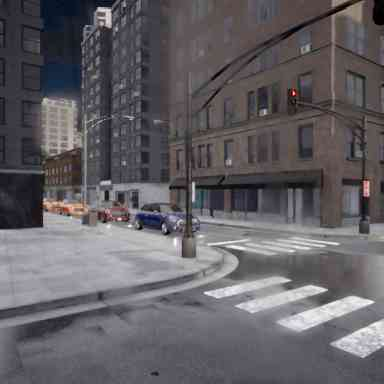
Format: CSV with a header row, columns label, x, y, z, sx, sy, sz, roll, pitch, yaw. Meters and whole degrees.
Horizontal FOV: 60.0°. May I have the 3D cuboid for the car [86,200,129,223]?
label,x,y,z,sx,sy,sz,roll,pitch,yaw
car,-6.713,1.460,26.741,2.097,1.767,4.553,0,0,-35

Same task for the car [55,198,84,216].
label,x,y,z,sx,sy,sz,roll,pitch,yaw
car,-12.313,1.502,34.610,2.097,1.767,4.553,0,0,-35

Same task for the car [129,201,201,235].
label,x,y,z,sx,sy,sz,roll,pitch,yaw
car,-1.514,1.420,19.459,2.097,1.767,4.553,0,0,-38

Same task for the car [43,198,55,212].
label,x,y,z,sx,sy,sz,roll,pitch,yaw
car,-17.924,1.543,42.487,2.097,1.767,4.553,0,0,-35

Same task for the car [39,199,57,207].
label,x,y,z,sx,sy,sz,roll,pitch,yaw
car,-24.835,1.864,57.164,1.895,1.301,4.718,0,0,-35
